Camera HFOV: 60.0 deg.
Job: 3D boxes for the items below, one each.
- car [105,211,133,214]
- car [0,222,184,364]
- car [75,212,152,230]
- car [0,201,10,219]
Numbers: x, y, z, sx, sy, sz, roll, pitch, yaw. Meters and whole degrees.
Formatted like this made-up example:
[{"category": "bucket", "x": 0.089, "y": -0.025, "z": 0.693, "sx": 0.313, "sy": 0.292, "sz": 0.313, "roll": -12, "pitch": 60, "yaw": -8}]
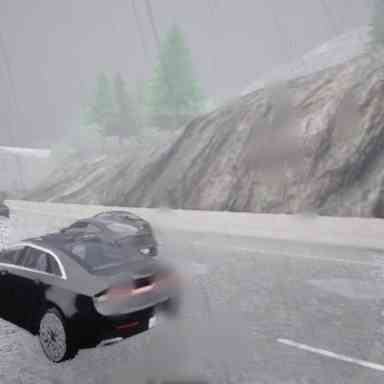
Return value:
[{"category": "car", "x": -3.842, "y": 1.590, "z": 16.078, "sx": 4.181, "sy": 1.385, "sz": 1.994, "roll": 0, "pitch": 0, "yaw": 40}, {"category": "car", "x": -2.392, "y": 1.500, "z": 5.919, "sx": 4.902, "sy": 1.511, "sz": 2.128, "roll": 0, "pitch": 0, "yaw": 37}, {"category": "car", "x": -3.134, "y": 1.543, "z": 10.955, "sx": 4.674, "sy": 1.442, "sz": 1.812, "roll": 0, "pitch": 0, "yaw": 39}, {"category": "car", "x": -17.379, "y": 1.524, "z": 28.886, "sx": 2.128, "sy": 1.511, "sz": 4.902, "roll": 0, "pitch": 0, "yaw": -43}]
